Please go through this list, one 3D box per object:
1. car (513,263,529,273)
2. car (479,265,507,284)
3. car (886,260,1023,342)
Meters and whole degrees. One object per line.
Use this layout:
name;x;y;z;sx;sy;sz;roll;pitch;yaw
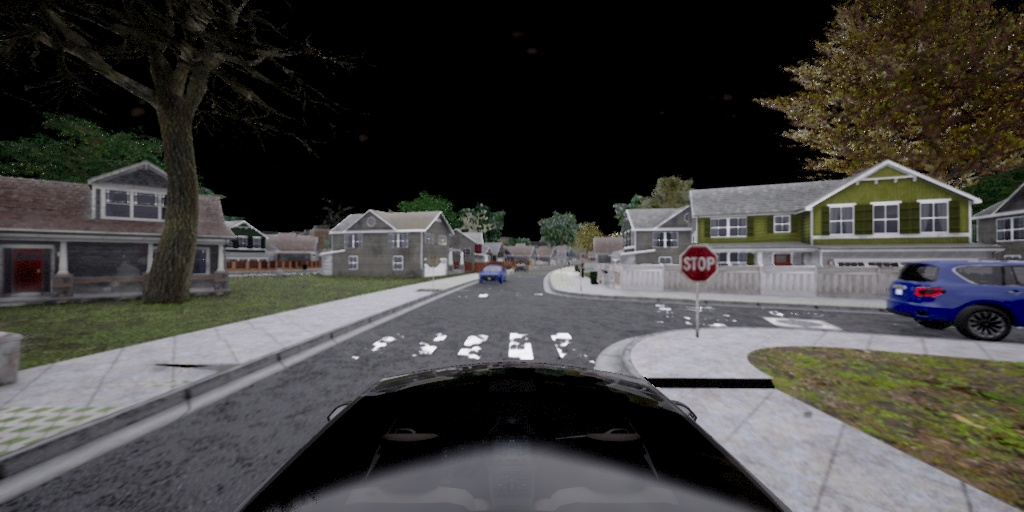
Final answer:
car;1.450;1.812;54.019;2.033;1.411;5.357;0;-1;9
car;-1.537;1.500;30.142;1.882;1.535;5.008;0;-1;5
car;13.583;1.131;9.229;5.566;2.045;2.150;0;0;24
